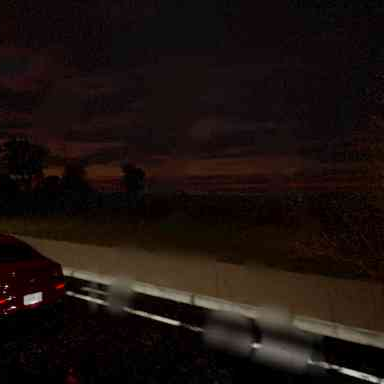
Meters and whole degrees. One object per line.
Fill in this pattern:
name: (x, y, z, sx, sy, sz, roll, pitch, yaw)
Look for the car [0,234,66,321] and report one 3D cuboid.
car: (-4.447, 1.578, 6.734, 4.674, 1.442, 1.812, -1, 0, 35)
